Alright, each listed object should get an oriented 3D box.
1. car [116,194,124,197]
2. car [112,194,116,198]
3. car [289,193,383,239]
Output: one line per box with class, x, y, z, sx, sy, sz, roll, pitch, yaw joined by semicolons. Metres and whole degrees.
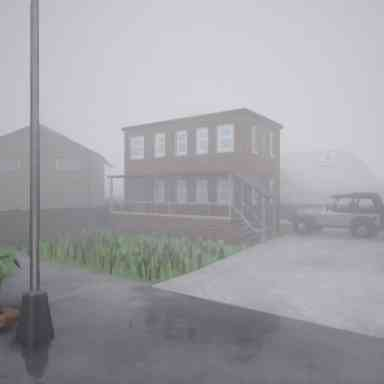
car;-9.196;1.256;54.668;2.150;2.045;5.566;0;0;36
car;-12.487;1.325;56.942;2.150;2.045;5.566;0;0;36
car;6.274;0.969;14.176;3.866;1.878;1.905;0;0;36
